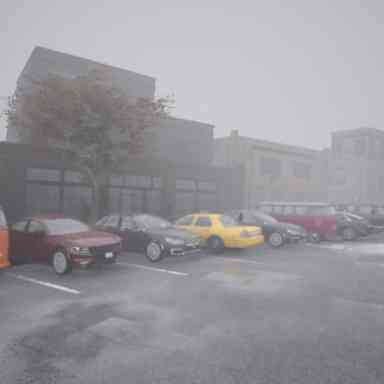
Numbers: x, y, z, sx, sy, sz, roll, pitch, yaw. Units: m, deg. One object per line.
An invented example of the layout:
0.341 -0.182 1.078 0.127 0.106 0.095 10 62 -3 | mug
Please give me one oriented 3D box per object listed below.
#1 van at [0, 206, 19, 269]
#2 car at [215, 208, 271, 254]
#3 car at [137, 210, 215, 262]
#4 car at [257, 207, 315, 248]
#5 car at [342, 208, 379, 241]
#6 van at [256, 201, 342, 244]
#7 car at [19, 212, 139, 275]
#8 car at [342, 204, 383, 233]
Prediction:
-6.807 1.252 8.880 4.442 1.987 1.878 -1 -1 34 | van
0.291 1.561 14.003 5.366 1.575 1.946 0 -1 35 | car
-1.941 1.515 12.214 4.892 1.521 2.231 -1 -1 35 | car
2.828 1.634 15.599 4.892 1.521 2.231 0 -2 35 | car
7.608 1.831 18.958 4.892 1.521 2.231 0 -2 35 | car
5.126 1.497 17.352 4.442 1.987 1.878 0 -2 35 | van
-4.326 1.485 10.518 5.008 1.535 2.097 -1 -1 34 | car
12.426 1.860 22.338 5.566 2.045 2.435 0 -3 35 | car
